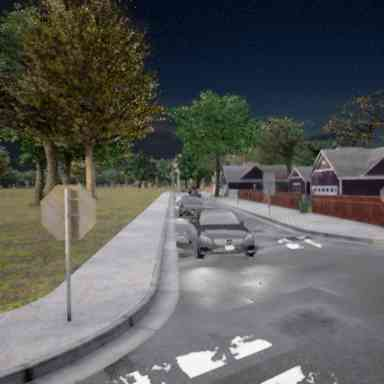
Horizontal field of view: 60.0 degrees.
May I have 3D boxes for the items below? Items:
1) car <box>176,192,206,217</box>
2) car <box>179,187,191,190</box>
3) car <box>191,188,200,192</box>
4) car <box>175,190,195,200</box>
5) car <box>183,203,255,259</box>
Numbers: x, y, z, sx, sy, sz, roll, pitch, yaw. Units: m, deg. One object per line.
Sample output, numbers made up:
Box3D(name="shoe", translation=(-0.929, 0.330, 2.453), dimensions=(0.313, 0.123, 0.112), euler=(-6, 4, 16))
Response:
Box3D(name="car", translation=(-0.116, 1.074, 25.901), dimensions=(1.837, 1.490, 4.892), euler=(-1, 2, -3))
Box3D(name="car", translation=(-1.831, 0.361, 56.295), dimensions=(2.097, 1.767, 4.553), euler=(-1, 1, -3))
Box3D(name="car", translation=(0.715, 0.457, 61.398), dimensions=(1.895, 1.301, 4.718), euler=(-1, 1, -3))
Box3D(name="car", translation=(-0.963, 0.837, 40.285), dimensions=(1.812, 1.442, 4.674), euler=(-1, 1, -3))
Box3D(name="car", translation=(0.864, 1.343, 12.076), dimensions=(1.812, 1.442, 4.674), euler=(-1, 1, -6))
